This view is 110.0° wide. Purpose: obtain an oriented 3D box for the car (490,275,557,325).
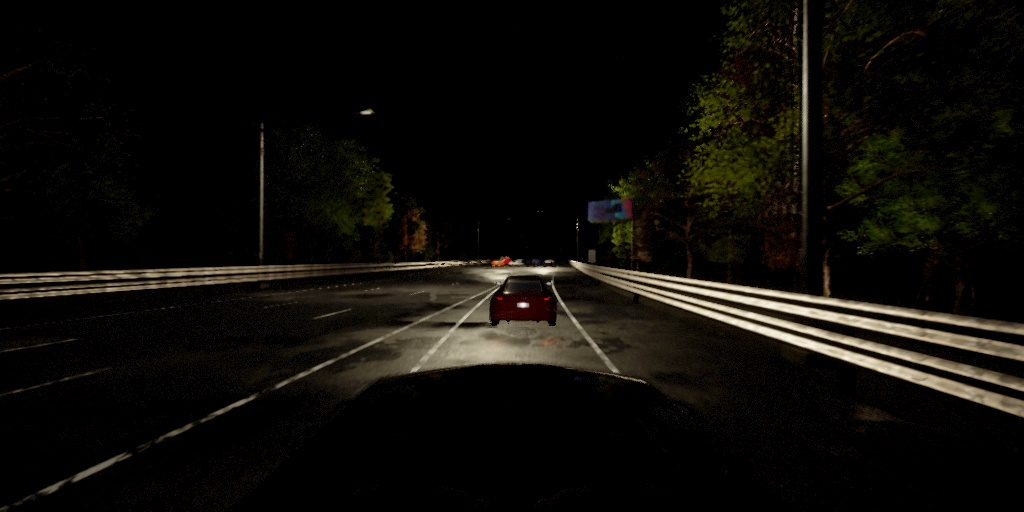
[{"bbox_3d":[0.389,1.331,11.900,1.994,1.385,4.181,0,0,2],"label":"car"}]
